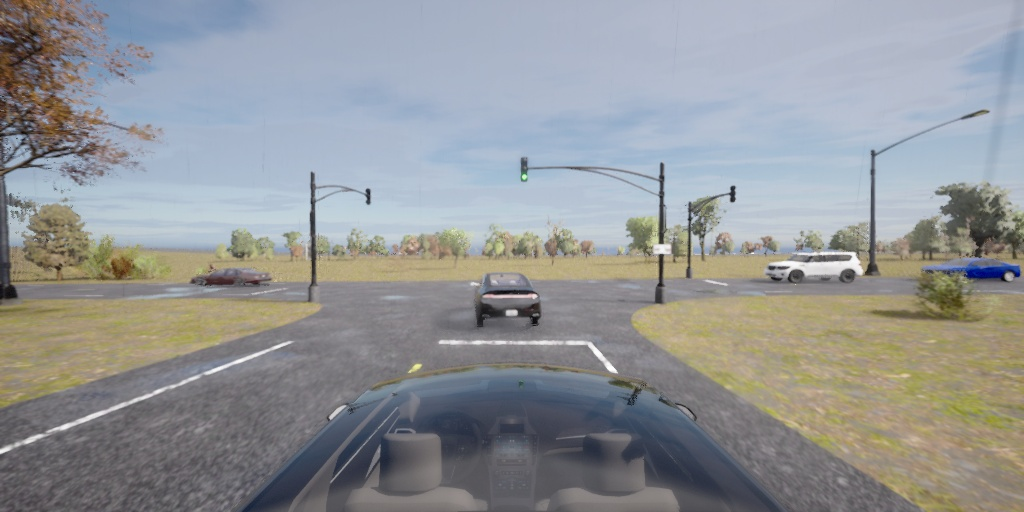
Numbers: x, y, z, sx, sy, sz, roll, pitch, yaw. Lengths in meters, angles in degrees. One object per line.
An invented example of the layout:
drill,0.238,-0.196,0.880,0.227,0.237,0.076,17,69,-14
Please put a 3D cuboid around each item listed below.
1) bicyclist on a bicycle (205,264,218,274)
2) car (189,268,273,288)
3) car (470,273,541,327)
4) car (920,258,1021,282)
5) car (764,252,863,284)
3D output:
bicyclist on a bicycle,-26.402,1.515,31.586,0.582,1.620,1.656,-1,0,4
car,-21.367,1.604,27.383,5.357,1.411,2.033,-1,1,3
car,-0.314,1.284,11.767,2.128,1.511,4.902,0,0,-7
car,30.701,0.905,24.129,5.008,1.535,1.882,-1,1,4
car,20.684,0.765,24.749,5.566,2.045,2.150,-1,1,3
